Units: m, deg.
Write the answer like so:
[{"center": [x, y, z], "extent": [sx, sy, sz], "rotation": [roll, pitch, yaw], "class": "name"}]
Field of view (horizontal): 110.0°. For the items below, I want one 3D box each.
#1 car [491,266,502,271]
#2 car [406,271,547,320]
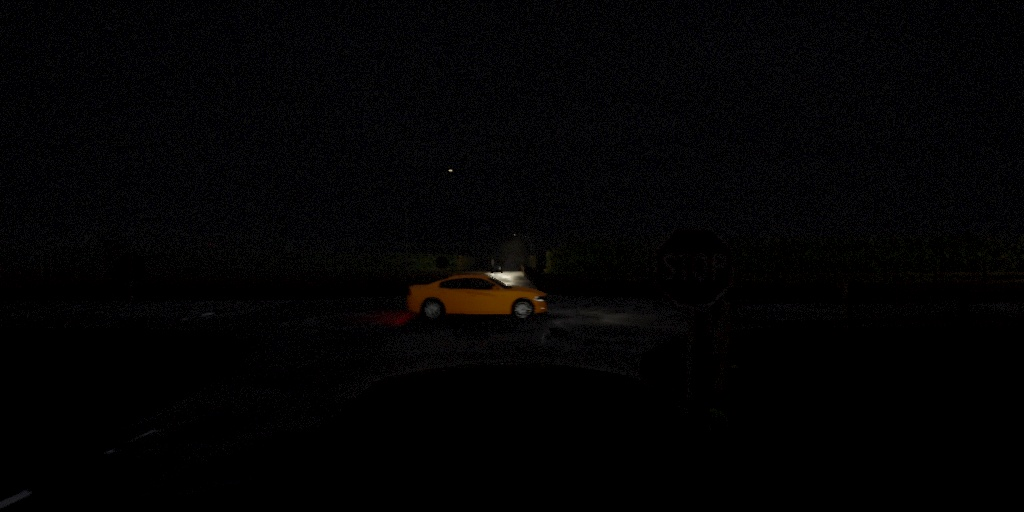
[{"center": [-2.736, 2.519, 64.854], "extent": [1.994, 1.385, 4.181], "rotation": [0, -1, 0], "class": "car"}, {"center": [-1.244, 1.416, 12.990], "extent": [5.008, 1.535, 1.882], "rotation": [0, -1, 0], "class": "car"}]
